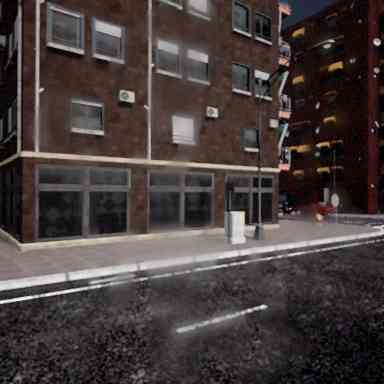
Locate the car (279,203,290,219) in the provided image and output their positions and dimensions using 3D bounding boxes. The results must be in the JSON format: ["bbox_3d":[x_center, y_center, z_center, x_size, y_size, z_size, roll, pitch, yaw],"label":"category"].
[{"bbox_3d":[7.015,1.990,32.592,1.802,1.307,4.206,-1,0,-36],"label":"car"}]

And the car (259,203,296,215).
[{"bbox_3d":[10.660,2.092,41.794,1.947,1.339,4.313,-1,0,-36],"label":"car"}]

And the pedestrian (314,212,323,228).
[{"bbox_3d":[7.960,1.732,20.692,0.500,1.100,0.500,0,0,-36],"label":"pedestrian"}]

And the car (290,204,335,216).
[{"bbox_3d":[13.779,2.001,37.483,1.887,1.381,4.507,-1,0,-36],"label":"car"}]
